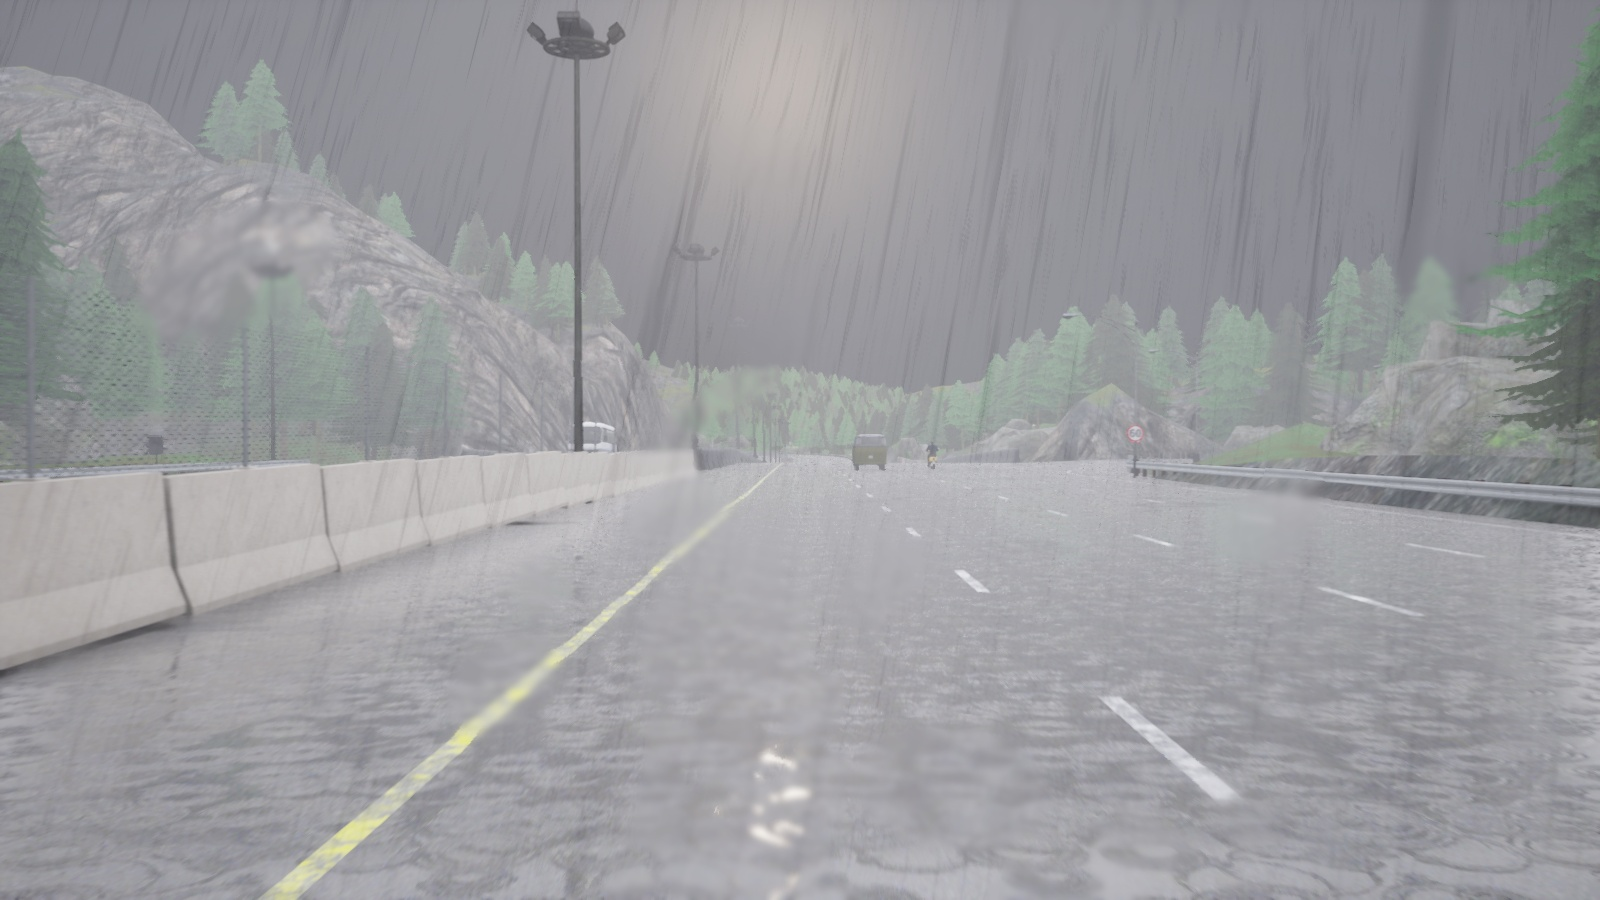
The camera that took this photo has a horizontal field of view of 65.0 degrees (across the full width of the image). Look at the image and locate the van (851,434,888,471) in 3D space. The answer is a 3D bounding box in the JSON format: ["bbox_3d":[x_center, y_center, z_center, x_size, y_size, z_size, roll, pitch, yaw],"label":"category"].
[{"bbox_3d":[3.810,0.117,69.202,1.775,1.987,4.442,0,0,0],"label":"van"}]
